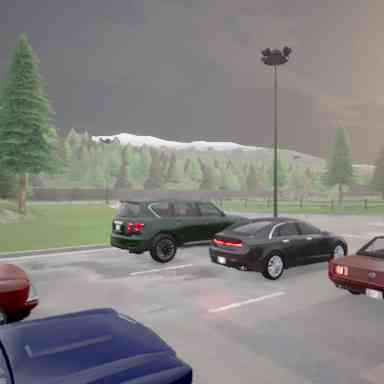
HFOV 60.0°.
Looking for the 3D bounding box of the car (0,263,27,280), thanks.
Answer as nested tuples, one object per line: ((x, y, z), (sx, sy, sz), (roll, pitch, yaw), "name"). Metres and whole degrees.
((-4.786, 1.599, 4.635), (4.718, 1.301, 1.895), (0, 0, -35), "car")

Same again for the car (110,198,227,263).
((-0.187, 1.232, 12.233), (5.566, 2.045, 2.150), (0, 0, -35), "car")

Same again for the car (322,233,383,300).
((5.211, 1.614, 7.469), (4.718, 1.301, 1.895), (0, 0, -35), "car")

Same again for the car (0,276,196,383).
((-2.242, 1.600, 2.148), (4.718, 1.301, 1.895), (0, 0, -35), "car")

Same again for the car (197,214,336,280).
((2.749, 1.517, 10.018), (4.892, 1.490, 1.837), (0, 0, -35), "car")
